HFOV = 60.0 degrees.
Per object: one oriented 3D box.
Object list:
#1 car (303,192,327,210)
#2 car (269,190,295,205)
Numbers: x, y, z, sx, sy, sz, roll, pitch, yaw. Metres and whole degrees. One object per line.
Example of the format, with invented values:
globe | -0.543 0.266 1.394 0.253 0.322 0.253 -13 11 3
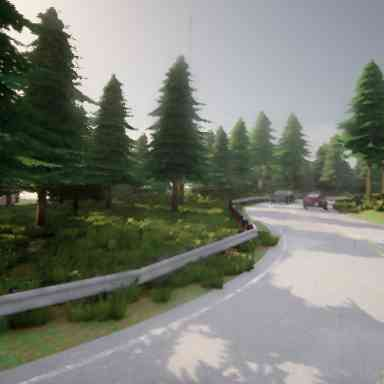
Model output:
car | 10.802 0.752 29.296 1.812 1.442 4.674 1 2 17
car | 9.577 0.544 35.132 1.837 1.490 4.892 0 1 28
